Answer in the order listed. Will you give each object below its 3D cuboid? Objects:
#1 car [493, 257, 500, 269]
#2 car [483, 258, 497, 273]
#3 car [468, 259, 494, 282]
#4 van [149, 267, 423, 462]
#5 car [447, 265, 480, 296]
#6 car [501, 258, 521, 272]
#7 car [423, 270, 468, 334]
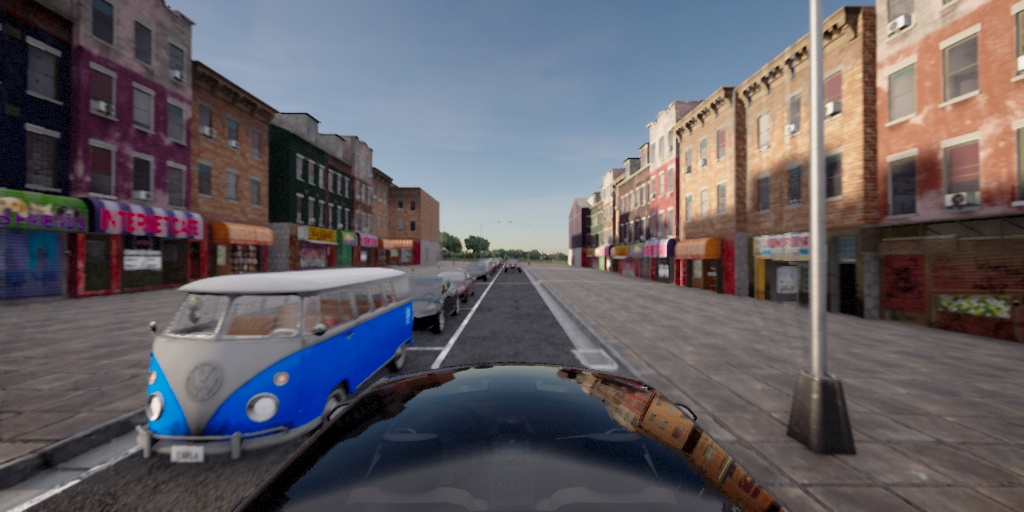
[{"bbox_3d":[-2.638,0.962,38.253,1.967,1.591,4.097,0,0,0],"label":"car"},{"bbox_3d":[-2.638,1.130,32.715,1.802,1.307,4.207,0,0,0],"label":"car"},{"bbox_3d":[-2.638,1.146,27.175,1.948,1.339,4.313,0,0,0],"label":"car"},{"bbox_3d":[-2.637,1.077,5.010,1.690,1.789,3.998,0,0,0],"label":"van"},{"bbox_3d":[-2.638,1.243,16.099,1.802,1.307,4.207,0,0,0],"label":"car"},{"bbox_3d":[0.101,1.058,41.085,2.033,1.411,5.357,0,0,0],"label":"car"},{"bbox_3d":[-2.637,1.269,10.557,1.948,1.339,4.313,0,0,0],"label":"car"}]
